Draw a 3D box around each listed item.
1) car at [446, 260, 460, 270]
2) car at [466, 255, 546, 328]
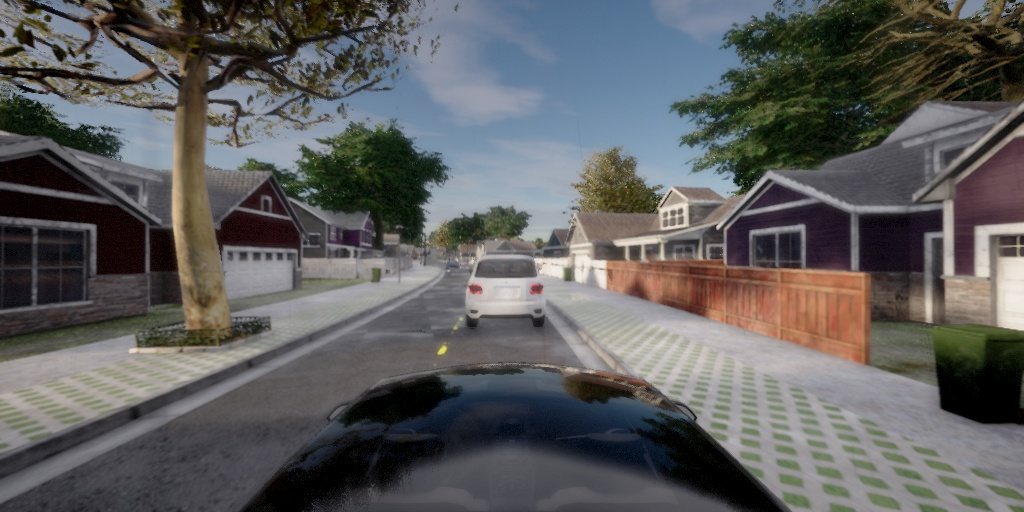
[{"bbox_3d":[-8.822,1.307,53.195,2.033,1.411,5.357,0,0,-12],"label":"car"},{"bbox_3d":[-0.236,0.973,11.554,2.150,2.045,5.566,0,0,-2],"label":"car"}]
